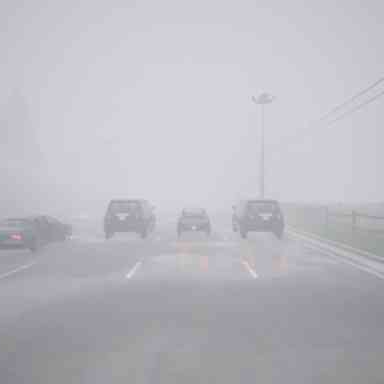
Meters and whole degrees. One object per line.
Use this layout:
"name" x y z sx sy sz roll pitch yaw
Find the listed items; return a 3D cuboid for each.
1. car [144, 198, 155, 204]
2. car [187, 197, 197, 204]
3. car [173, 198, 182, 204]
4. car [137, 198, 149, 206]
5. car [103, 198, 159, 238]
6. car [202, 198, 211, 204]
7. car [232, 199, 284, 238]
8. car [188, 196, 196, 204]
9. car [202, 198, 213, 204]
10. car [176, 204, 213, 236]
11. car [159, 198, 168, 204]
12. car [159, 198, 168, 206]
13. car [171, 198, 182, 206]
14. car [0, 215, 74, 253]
"car" -10.502 2.145 82.421 2.033 1.411 5.357 0 -1 0
"car" -0.002 2.144 71.971 1.882 1.535 5.008 0 -1 0
"car" -3.502 2.145 82.391 2.033 1.411 5.357 0 -1 0
"car" -10.502 2.145 72.000 1.882 1.535 5.008 0 -1 0
"car" -3.400 1.400 18.887 2.150 2.045 5.566 0 -1 0
"car" 3.498 2.145 82.391 2.033 1.411 5.357 0 -1 0
"car" 3.599 1.400 18.940 2.150 2.045 5.566 0 -1 0
"car" -0.002 1.960 82.363 2.097 1.767 4.553 0 -1 0
"car" 3.498 2.144 71.971 1.882 1.535 5.008 0 -1 0
"car" 0.100 1.678 19.795 2.128 1.511 4.902 0 -1 0
"car" -7.002 2.201 82.420 1.895 1.301 4.718 0 -1 0
"car" -7.002 2.206 71.970 2.033 1.411 5.357 0 -1 0
"car" -3.502 2.166 71.971 1.837 1.490 4.892 0 -1 0
"car" -6.899 1.683 14.364 2.033 1.411 5.357 0 -1 0
